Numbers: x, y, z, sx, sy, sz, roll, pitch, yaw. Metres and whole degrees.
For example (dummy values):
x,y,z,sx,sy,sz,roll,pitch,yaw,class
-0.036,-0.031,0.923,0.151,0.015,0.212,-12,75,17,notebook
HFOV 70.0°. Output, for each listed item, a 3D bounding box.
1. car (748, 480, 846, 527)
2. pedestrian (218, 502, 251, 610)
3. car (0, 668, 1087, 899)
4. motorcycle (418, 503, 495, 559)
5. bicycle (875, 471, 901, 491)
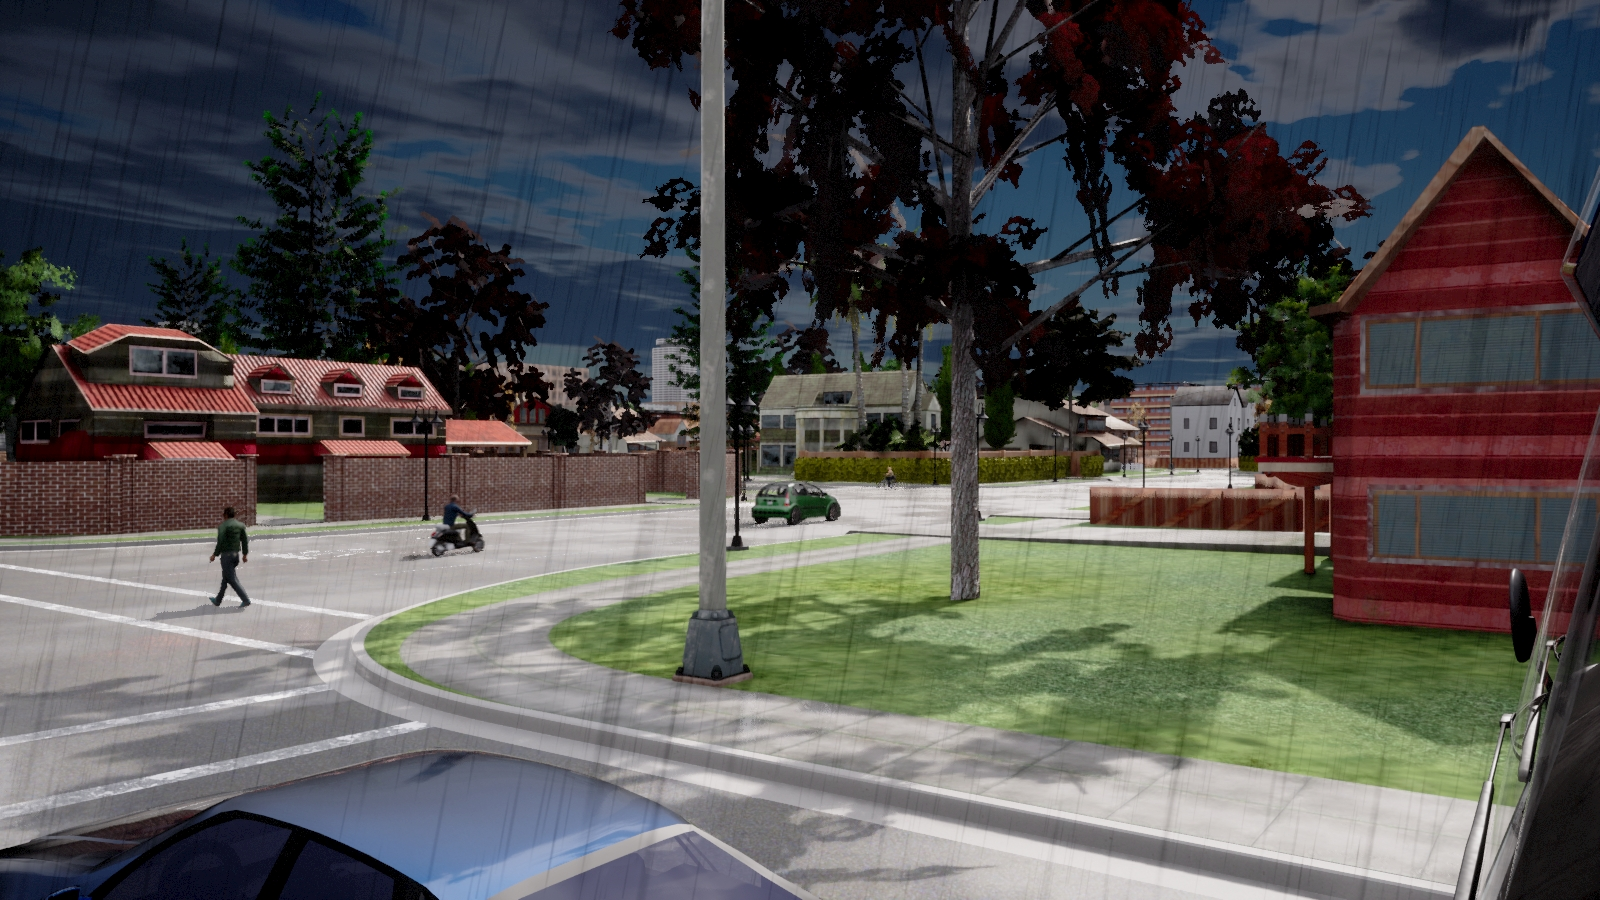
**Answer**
x,y,z,sx,sy,sz,roll,pitch,yaw,class
-0.077,1.999,43.913,1.851,1.617,3.988,0,0,33,car
-9.930,1.848,20.063,0.375,1.860,0.375,0,0,26,pedestrian
-1.713,2.106,4.943,5.357,1.411,2.033,0,0,36,car
-9.136,2.129,30.446,0.856,1.341,1.805,0,0,34,motorcycle
5.899,2.044,76.348,1.487,1.301,0.859,0,-1,28,bicycle
